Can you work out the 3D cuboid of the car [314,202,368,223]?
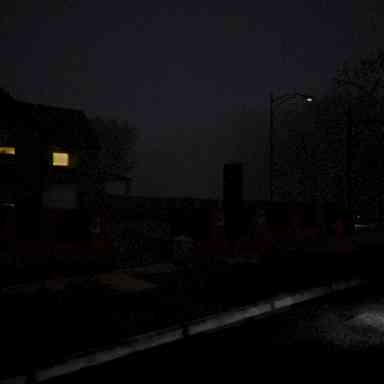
[{"bbox_3d":[10.335,1.472,25.245,1.812,1.442,4.674,0,0,-36],"label":"car"}]

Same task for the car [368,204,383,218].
[{"bbox_3d":[17.016,1.454,27.429,2.128,1.511,4.902,0,0,-36],"label":"car"}]

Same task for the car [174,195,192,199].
[{"bbox_3d":[-0.786,1.223,40.709,2.097,1.767,4.553,0,0,-36],"label":"car"}]

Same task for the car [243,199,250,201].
[{"bbox_3d":[4.997,1.437,32.671,1.812,1.442,4.674,0,0,-36],"label":"car"}]
